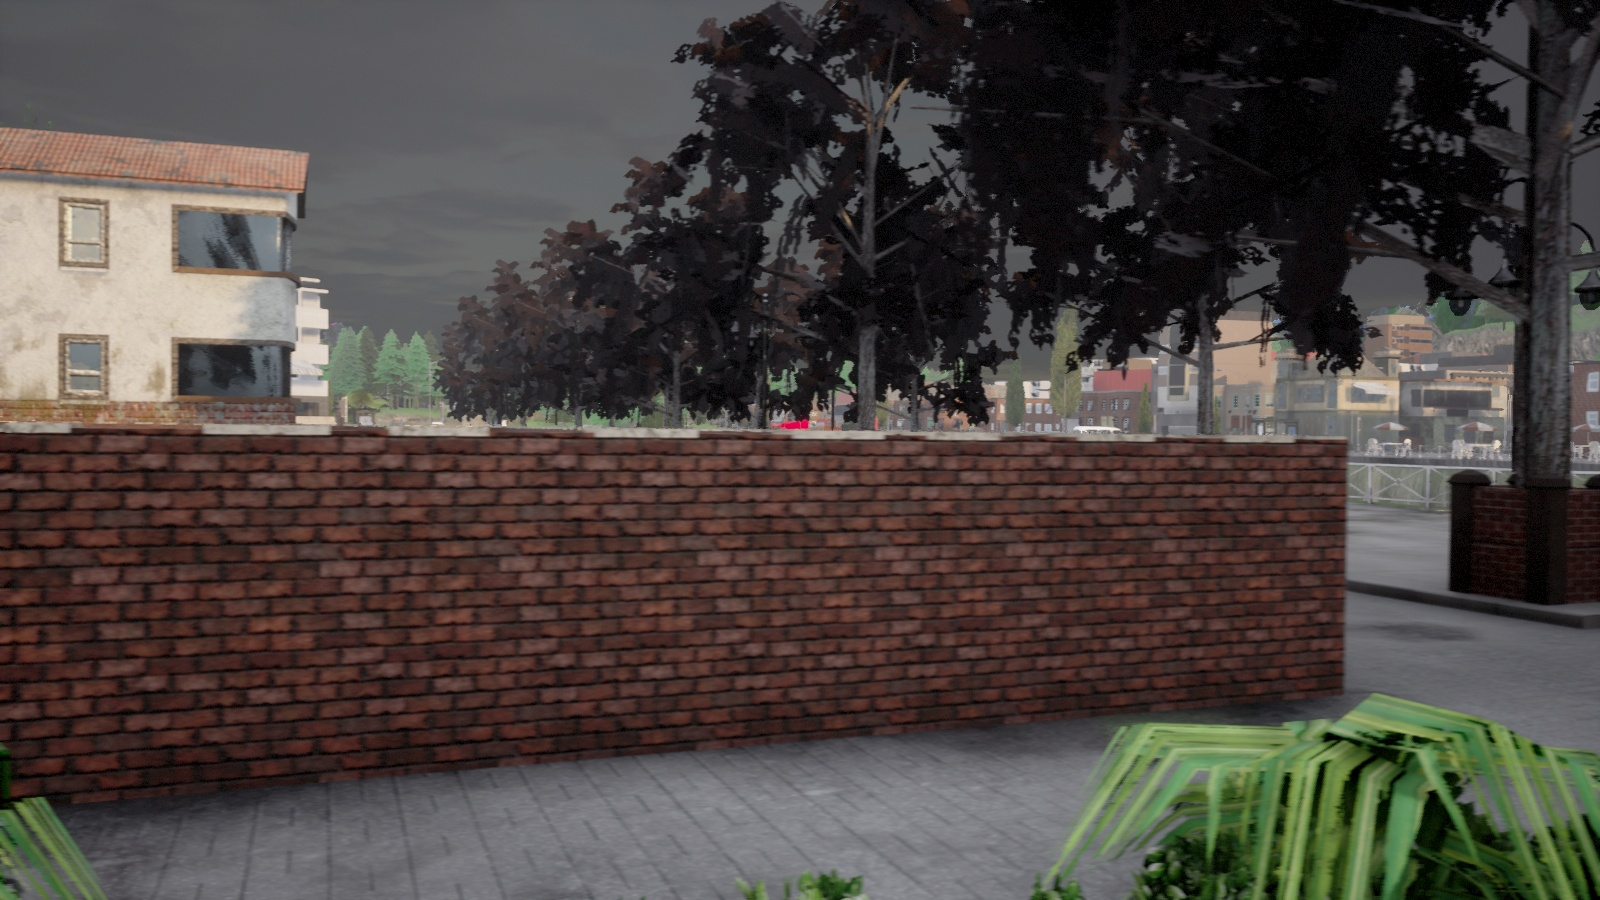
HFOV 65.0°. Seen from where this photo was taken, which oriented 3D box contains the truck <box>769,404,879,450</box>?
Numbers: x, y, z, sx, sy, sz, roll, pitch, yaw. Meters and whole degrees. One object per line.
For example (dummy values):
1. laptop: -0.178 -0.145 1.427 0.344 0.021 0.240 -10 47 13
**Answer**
1. truck: 1.879 -1.780 96.849 7.936 3.462 2.891 -1 1 -19
